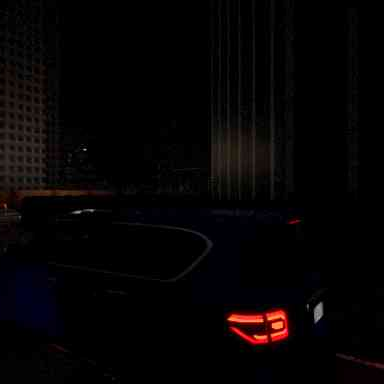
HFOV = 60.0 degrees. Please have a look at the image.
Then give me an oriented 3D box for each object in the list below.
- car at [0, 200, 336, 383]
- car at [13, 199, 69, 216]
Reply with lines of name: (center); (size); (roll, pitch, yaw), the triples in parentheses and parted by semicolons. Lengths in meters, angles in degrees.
car: (-0.992, 1.221, 4.694); (5.566, 2.045, 2.150); (0, 0, 35)
car: (-15.443, 1.533, 34.374); (1.882, 1.535, 5.008); (0, 0, 35)
